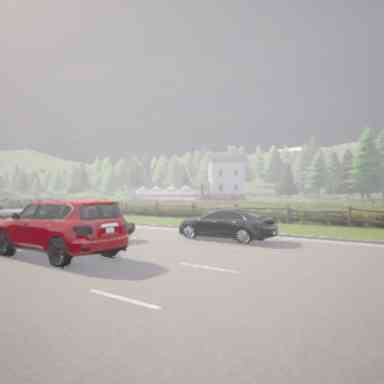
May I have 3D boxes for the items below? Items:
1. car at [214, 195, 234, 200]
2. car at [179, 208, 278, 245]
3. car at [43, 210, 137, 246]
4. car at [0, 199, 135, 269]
[{"bbox_3d":[7.514,1.377,77.932,4.605,1.855,1.932,0,0,36],"label":"car"},{"bbox_3d":[1.582,1.539,15.767,4.892,1.490,1.837,0,0,36],"label":"car"},{"bbox_3d":[-5.067,1.651,16.216,4.718,1.301,1.895,0,0,36],"label":"car"},{"bbox_3d":[-4.660,1.260,11.623,5.566,2.045,2.150,0,0,36],"label":"car"}]
